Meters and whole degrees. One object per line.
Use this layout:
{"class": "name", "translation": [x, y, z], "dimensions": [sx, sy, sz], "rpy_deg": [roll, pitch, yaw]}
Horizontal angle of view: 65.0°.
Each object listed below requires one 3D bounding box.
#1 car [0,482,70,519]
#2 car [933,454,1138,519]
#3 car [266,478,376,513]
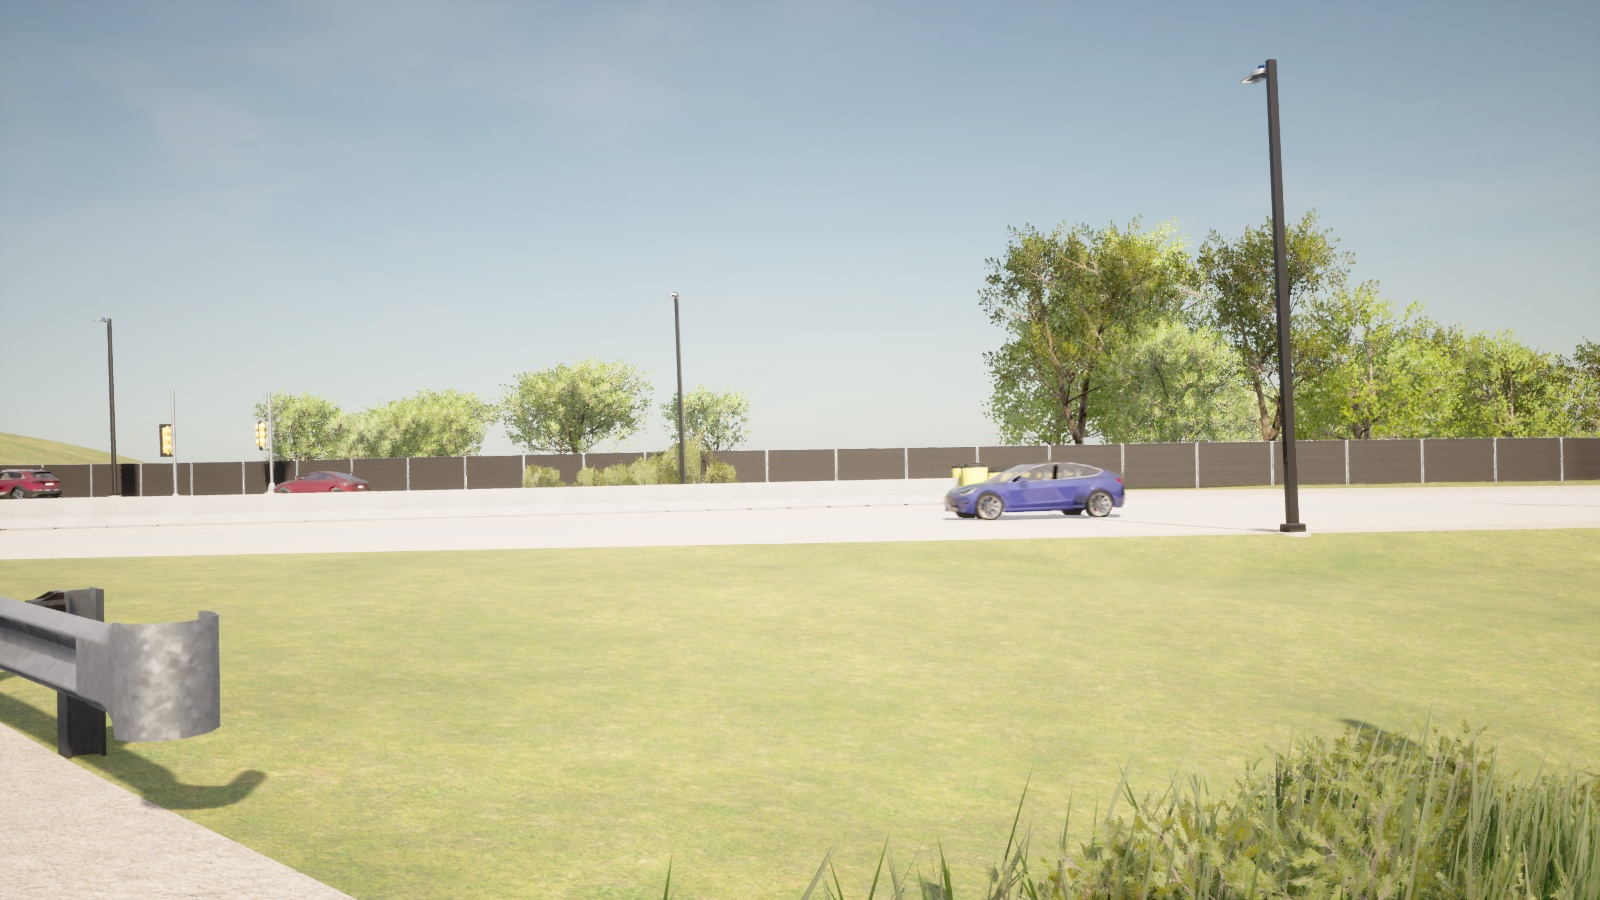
{"class": "car", "translation": [-38.270, 2.458, 61.008], "dimensions": [4.856, 1.649, 2.033], "rpy_deg": [-2, -1, 16]}
{"class": "car", "translation": [6.155, 0.944, 33.092], "dimensions": [4.792, 1.488, 2.163], "rpy_deg": [-2, -1, -11]}
{"class": "car", "translation": [-21.451, 2.025, 56.297], "dimensions": [4.181, 1.385, 1.994], "rpy_deg": [-2, 0, 16]}
